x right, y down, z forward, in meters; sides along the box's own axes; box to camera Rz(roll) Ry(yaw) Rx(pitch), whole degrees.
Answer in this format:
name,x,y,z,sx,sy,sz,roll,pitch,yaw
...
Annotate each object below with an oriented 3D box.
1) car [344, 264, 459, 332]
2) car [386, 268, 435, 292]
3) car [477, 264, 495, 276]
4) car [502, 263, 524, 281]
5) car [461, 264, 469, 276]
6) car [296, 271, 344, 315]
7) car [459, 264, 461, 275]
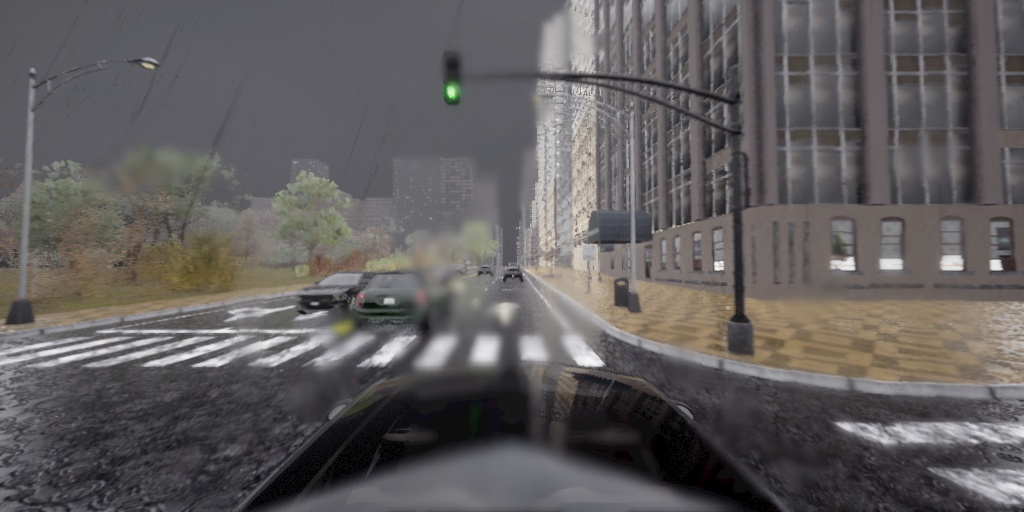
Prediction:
name,x,y,z,sx,sy,sz,roll,pitch,yaw
car,-3.147,1.190,11.367,2.097,1.767,4.553,0,-1,0
car,-6.563,1.527,23.704,1.994,1.385,4.181,0,-1,0
car,-3.237,1.718,44.659,1.837,1.490,4.892,0,-1,0
car,0.110,1.595,34.926,1.837,1.490,4.892,0,-1,0
car,-6.487,1.713,44.316,1.837,1.490,4.892,0,-1,0
car,-6.586,1.346,14.487,1.882,1.535,5.008,0,-1,0
car,-6.490,1.570,33.903,2.128,1.511,4.902,0,-1,0
